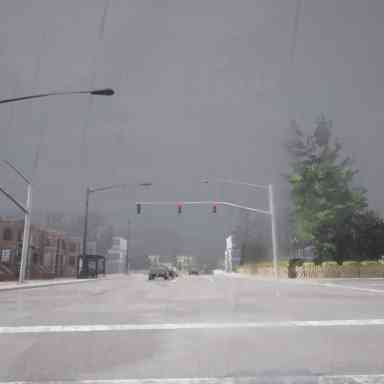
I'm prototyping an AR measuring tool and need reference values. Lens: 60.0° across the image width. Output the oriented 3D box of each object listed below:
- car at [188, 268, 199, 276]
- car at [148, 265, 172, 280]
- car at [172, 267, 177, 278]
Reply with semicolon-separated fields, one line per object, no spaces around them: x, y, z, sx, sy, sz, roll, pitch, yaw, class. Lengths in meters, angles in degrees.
0.310;14.644;61.313;2.033;1.411;5.357;-1;-13;0;car
-3.497;8.613;35.593;1.837;1.490;4.892;-1;-13;0;car
-3.448;11.052;45.555;1.895;1.301;4.718;-1;-13;0;car
